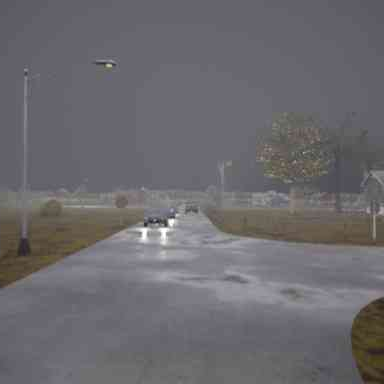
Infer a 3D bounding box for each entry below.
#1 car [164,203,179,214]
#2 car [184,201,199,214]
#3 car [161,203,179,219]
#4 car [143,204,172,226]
[{"bbox_3d":[-2.974,2.467,49.539,1.837,1.490,4.892,0,-1,0],"label":"car"},{"bbox_3d":[-0.037,2.448,48.738,1.837,1.490,4.892,0,-1,0],"label":"car"},{"bbox_3d":[-2.952,2.042,37.620,2.097,1.767,4.553,0,-1,0],"label":"car"},{"bbox_3d":[-2.888,1.976,27.547,1.837,1.490,4.892,0,-1,-1],"label":"car"}]
